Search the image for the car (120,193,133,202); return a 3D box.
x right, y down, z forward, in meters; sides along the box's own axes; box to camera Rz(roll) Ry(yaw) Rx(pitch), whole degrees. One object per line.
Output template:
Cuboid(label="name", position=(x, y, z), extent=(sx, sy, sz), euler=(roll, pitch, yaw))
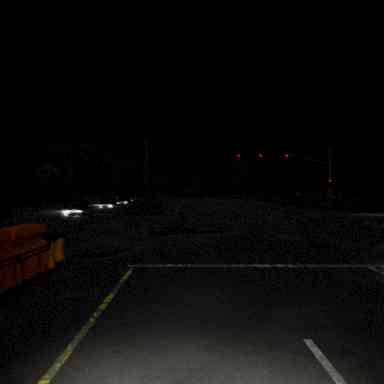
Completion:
Cuboid(label="car", position=(-13.986, 1.074, 68.221), extent=(2.097, 1.767, 4.553), euler=(0, 0, 0))

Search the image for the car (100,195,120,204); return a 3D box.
Cuboid(label="car", position=(-14.068, 1.375, 56.176), extent=(1.895, 1.301, 4.718), euler=(0, 0, 0))

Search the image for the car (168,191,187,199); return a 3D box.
Cuboid(label="car", position=(-4.255, 0.821, 95.251), extent=(2.150, 2.045, 5.566), euler=(0, 0, -22))

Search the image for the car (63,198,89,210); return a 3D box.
Cuboid(label="car", position=(-14.087, 1.407, 40.630), extent=(1.994, 1.385, 4.181), euler=(0, 0, 0))

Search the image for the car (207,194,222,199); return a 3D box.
Cuboid(label="car", position=(6.915, 1.144, 94.695), extent=(2.033, 1.411, 5.357), euler=(0, 0, -18))

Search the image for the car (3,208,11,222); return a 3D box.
Cuboid(label="car", position=(-14.093, 1.476, 21.830), extent=(2.033, 1.411, 5.357), euler=(0, 0, 0))

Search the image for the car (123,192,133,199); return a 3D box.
Cuboid(label="car", position=(-17.432, 0.977, 90.554), extent=(2.097, 1.767, 4.553), euler=(0, 0, -18))
